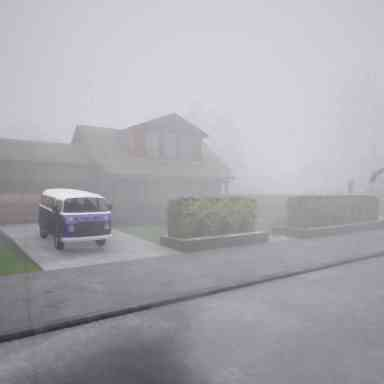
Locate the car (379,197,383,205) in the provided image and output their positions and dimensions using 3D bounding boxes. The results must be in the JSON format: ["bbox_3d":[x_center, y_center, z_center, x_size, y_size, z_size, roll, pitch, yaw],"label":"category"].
[{"bbox_3d":[24.677,0.975,41.408,3.866,1.878,1.905,0,0,0],"label":"car"}]
